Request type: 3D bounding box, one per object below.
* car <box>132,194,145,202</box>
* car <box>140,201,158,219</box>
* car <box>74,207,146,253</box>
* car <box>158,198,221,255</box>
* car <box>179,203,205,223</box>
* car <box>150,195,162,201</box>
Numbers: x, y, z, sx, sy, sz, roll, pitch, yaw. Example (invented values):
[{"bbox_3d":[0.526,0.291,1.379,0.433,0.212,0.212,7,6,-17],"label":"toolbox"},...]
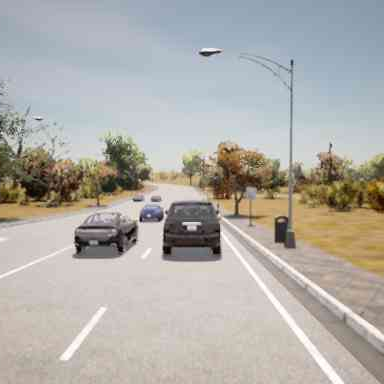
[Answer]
[{"bbox_3d":[-10.530,1.199,65.521,2.033,1.411,5.357,0,2,0],"label":"car"},{"bbox_3d":[-3.504,1.787,29.400,1.812,1.442,4.674,0,0,0],"label":"car"},{"bbox_3d":[-3.500,1.620,14.287,2.128,1.511,4.902,0,0,0],"label":"car"},{"bbox_3d":[-0.003,1.342,14.030,2.150,2.045,5.566,0,0,0],"label":"car"},{"bbox_3d":[-0.005,1.753,29.312,2.128,1.511,4.902,0,0,0],"label":"car"},{"bbox_3d":[-7.041,1.212,65.553,1.994,1.385,4.181,0,2,1],"label":"car"}]
